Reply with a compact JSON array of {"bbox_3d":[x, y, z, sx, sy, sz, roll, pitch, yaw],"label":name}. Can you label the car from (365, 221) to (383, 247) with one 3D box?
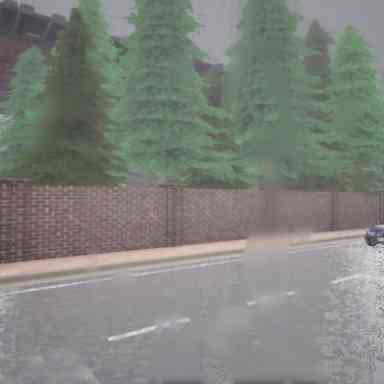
[{"bbox_3d":[9.749,1.731,14.974,4.674,1.442,1.812,1,-1,-33],"label":"car"}]
